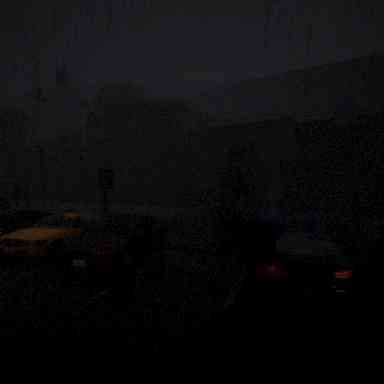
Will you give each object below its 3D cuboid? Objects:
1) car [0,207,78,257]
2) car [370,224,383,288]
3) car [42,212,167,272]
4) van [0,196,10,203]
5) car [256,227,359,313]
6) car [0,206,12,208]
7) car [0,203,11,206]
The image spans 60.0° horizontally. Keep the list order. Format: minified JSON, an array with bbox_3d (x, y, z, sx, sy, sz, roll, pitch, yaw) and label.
[{"bbox_3d":[-4.811,1.464,12.703,1.946,1.575,5.366,1,0,15],"label":"car"},{"bbox_3d":[4.957,1.240,5.983,2.435,2.045,5.566,0,-1,15],"label":"car"},{"bbox_3d":[-2.344,1.511,11.121,2.163,1.488,4.792,1,0,16],"label":"car"},{"bbox_3d":[-12.076,1.181,17.968,1.878,1.987,4.442,1,0,15],"label":"van"},{"bbox_3d":[2.519,1.530,7.681,2.002,1.452,4.674,0,-1,15],"label":"car"},{"bbox_3d":[-7.195,1.485,14.647,2.163,1.488,4.792,0,-1,15],"label":"car"},{"bbox_3d":[-9.633,1.471,16.347,2.002,1.452,4.674,0,0,16],"label":"car"}]
